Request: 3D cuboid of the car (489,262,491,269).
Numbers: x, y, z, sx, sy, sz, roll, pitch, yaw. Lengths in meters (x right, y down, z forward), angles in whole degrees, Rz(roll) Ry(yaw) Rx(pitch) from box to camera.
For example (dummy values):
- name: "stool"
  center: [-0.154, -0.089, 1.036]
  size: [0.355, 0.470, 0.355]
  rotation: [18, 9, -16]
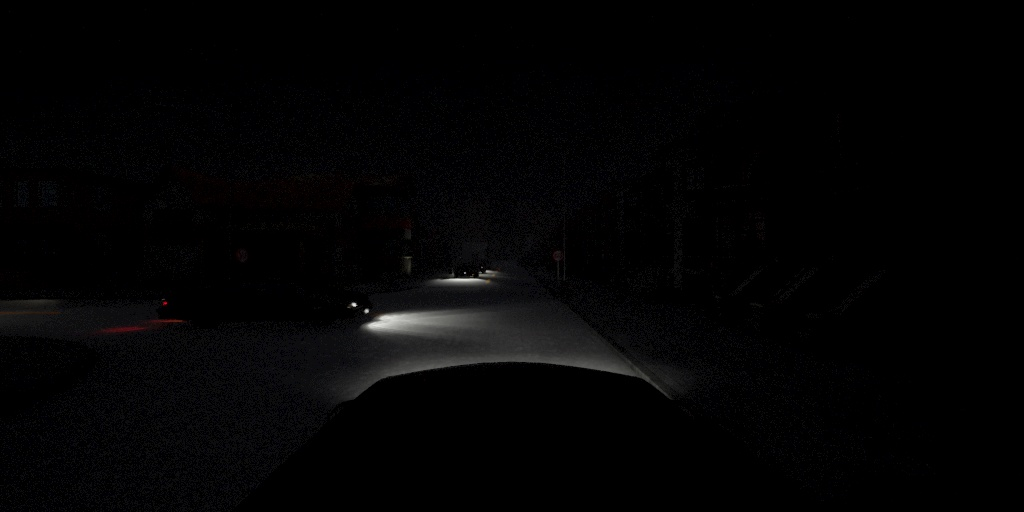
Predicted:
- name: "car"
  center: [-4.137, 1.241, 52.756]
  size: [2.128, 1.511, 4.902]
  rotation: [0, 0, 0]

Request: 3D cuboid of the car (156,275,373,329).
- name: "car"
  center: [-7.108, 1.298, 10.719]
  size: [5.357, 1.411, 2.033]
  rotation: [0, 0, -5]

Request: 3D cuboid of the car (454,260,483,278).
- name: "car"
  center: [-4.148, 1.314, 33.556]
  size: [1.994, 1.385, 4.181]
  rotation: [0, 0, 0]

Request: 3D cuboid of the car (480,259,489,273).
- name: "car"
  center: [-4.152, 1.228, 42.442]
  size: [1.882, 1.535, 5.008]
  rotation: [0, 0, 0]

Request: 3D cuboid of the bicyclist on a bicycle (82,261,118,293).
- name: "bicyclist on a bicycle"
  center: [-21.604, 1.099, 18.823]
  size: [0.582, 1.620, 1.656]
  rotation: [0, 0, 0]
